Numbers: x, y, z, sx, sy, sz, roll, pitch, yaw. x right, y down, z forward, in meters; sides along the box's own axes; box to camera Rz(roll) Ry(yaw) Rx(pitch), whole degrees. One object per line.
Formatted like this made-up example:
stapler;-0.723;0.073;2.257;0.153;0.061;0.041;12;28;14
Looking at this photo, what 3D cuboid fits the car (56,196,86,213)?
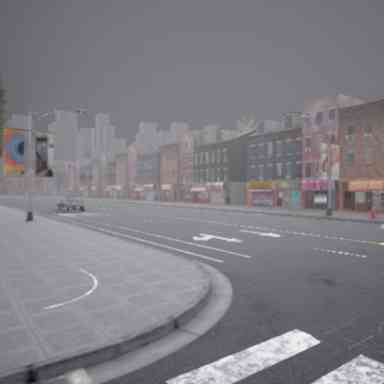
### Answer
car;-12.053;1.207;32.997;1.837;1.490;4.892;0;0;-36
